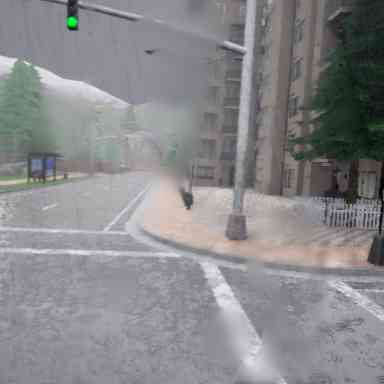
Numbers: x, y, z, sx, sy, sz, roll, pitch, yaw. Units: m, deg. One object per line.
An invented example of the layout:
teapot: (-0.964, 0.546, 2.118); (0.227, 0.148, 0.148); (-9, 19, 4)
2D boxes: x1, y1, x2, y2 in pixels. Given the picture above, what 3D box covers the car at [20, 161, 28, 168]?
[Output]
car: (-36.392, -6.085, 71.688); (1.905, 1.878, 3.866); (3, 4, -6)
